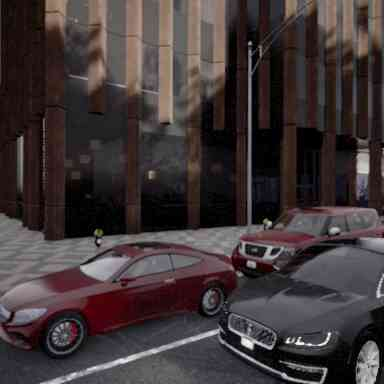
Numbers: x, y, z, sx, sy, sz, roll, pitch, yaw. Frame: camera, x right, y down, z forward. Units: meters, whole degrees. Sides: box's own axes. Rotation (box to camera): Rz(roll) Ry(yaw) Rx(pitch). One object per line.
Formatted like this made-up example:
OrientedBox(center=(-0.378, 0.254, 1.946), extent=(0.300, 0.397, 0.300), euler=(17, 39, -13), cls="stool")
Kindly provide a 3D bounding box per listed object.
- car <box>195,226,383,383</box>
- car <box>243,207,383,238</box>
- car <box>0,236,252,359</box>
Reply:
OrientedBox(center=(2.615, 1.532, 5.252), extent=(4.892, 1.490, 1.837), euler=(1, -1, -36), cls="car")
OrientedBox(center=(3.410, 1.355, 9.097), extent=(5.009, 1.841, 2.192), euler=(0, 0, -36), cls="car")
OrientedBox(center=(-1.028, 1.594, 5.920), extent=(4.206, 1.307, 1.802), euler=(0, 0, -36), cls="car")
